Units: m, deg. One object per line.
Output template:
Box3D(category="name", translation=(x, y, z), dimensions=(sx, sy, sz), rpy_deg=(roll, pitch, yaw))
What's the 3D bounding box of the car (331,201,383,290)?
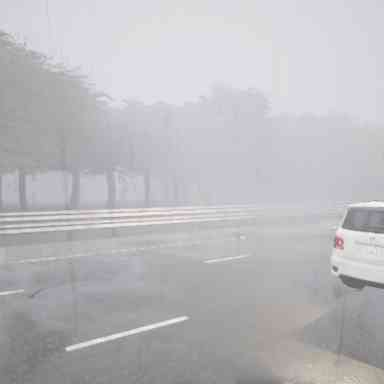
Box3D(category="car", translation=(5.588, 1.221, 7.858), dimensions=(5.566, 2.045, 2.150), rpy_deg=(0, 0, -35))
